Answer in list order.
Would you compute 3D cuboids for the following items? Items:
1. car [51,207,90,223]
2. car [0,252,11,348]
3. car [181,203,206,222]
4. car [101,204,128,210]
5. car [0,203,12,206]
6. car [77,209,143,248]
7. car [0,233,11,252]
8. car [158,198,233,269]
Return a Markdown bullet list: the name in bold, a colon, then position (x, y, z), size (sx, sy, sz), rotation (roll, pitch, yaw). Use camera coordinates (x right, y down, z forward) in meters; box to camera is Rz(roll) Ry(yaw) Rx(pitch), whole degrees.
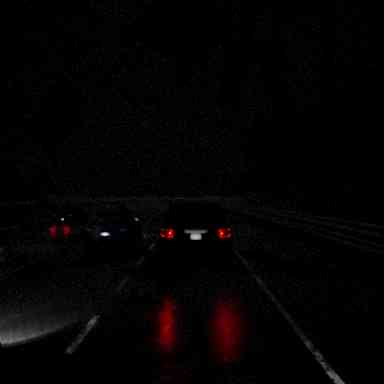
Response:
- **car**: position (-10.391, 1.935, 28.935), size (1.895, 1.301, 4.718), rotation (0, -1, 0)
- **car**: position (-3.498, 1.580, 2.679), size (1.994, 1.385, 4.181), rotation (0, 0, 0)
- **car**: position (0.109, 1.864, 31.090), size (2.128, 1.511, 4.902), rotation (0, -1, 0)
- **car**: position (-6.890, 1.826, 29.746), size (1.882, 1.535, 5.008), rotation (0, -1, 0)
- **car**: position (-21.080, 1.994, 36.494), size (1.812, 1.442, 4.674), rotation (0, -1, 0)
- **car**: position (-3.496, 1.697, 15.359), size (1.994, 1.385, 4.181), rotation (0, -1, 0)
- **car**: position (-6.897, 1.559, 9.065), size (2.128, 1.511, 4.902), rotation (0, -1, 0)
- **car**: position (0.103, 1.313, 11.568), size (2.150, 2.045, 5.566), rotation (0, -1, 0)
